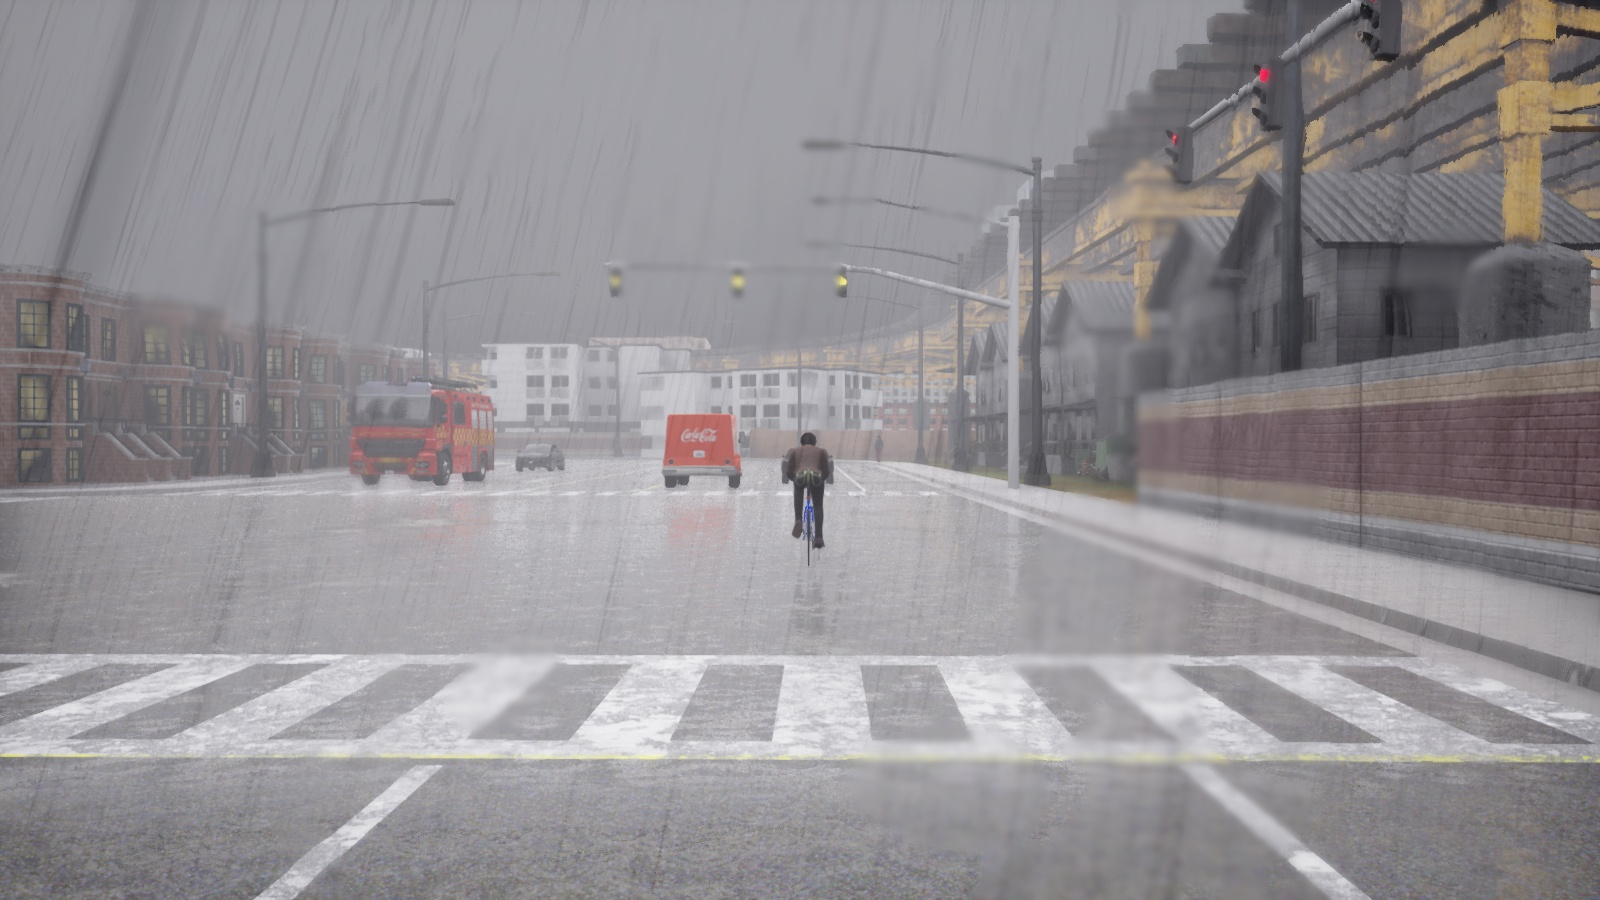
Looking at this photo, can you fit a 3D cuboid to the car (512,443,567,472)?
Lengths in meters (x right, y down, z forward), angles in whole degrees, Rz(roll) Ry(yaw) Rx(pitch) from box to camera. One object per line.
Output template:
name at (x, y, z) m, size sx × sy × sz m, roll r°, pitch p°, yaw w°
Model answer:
car at (-13.607, 0.355, 65.845) m, size 1.837 × 1.490 × 4.892 m, roll 0°, pitch 0°, yaw 0°

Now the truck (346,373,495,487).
truck at (-13.720, -0.700, 46.211) m, size 2.891 × 3.827 × 8.468 m, roll 0°, pitch 0°, yaw 0°

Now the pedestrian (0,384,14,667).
pedestrian at (-5.530, 0.480, 7.958) m, size 0.869 × 1.805 × 0.328 m, roll 0°, pitch 0°, yaw -6°

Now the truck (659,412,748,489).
truck at (-3.237, 0.004, 43.209) m, size 2.627 × 2.467 × 5.204 m, roll 0°, pitch 0°, yaw 0°

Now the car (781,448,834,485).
car at (0.283, 0.572, 46.950) m, size 1.895 × 1.301 × 4.718 m, roll 0°, pitch 0°, yaw 0°

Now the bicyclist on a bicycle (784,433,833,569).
bicyclist on a bicycle at (0.106, 0.607, 15.847) m, size 0.582 × 1.620 × 1.656 m, roll 0°, pitch 0°, yaw 0°
